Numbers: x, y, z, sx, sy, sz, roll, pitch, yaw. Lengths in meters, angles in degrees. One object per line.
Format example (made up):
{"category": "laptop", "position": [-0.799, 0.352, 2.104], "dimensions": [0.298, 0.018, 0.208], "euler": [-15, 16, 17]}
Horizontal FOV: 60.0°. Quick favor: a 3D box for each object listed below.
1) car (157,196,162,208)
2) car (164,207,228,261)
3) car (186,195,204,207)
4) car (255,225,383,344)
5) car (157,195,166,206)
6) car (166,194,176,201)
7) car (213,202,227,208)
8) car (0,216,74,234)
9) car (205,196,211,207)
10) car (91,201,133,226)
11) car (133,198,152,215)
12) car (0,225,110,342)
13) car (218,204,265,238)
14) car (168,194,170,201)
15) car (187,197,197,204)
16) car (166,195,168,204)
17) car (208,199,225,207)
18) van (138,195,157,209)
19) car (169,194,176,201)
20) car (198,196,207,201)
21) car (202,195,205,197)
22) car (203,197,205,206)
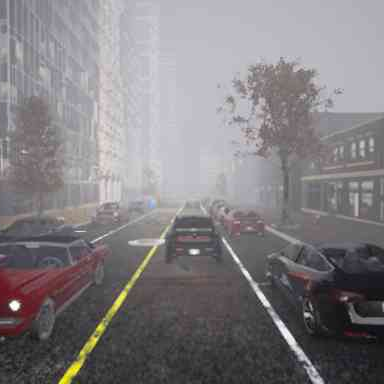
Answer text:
{"category": "car", "position": [-5.695, 1.597, 46.008], "dimensions": [2.008, 1.369, 4.403], "euler": [-1, 0, 0]}
{"category": "car", "position": [0.046, 1.517, 12.253], "dimensions": [1.837, 1.490, 4.892], "euler": [0, 0, -1]}
{"category": "car", "position": [0.090, 1.537, 44.463], "dimensions": [2.128, 1.511, 4.902], "euler": [0, 0, 0]}
{"category": "car", "position": [2.678, 1.573, 6.446], "dimensions": [1.947, 1.339, 4.313], "euler": [-1, 0, 0]}
{"category": "car", "position": [-5.725, 1.368, 51.652], "dimensions": [2.192, 1.841, 5.009], "euler": [-1, 0, 0]}
{"category": "car", "position": [-5.725, 1.415, 91.160], "dimensions": [2.192, 1.841, 5.009], "euler": [-1, 0, 0]}
{"category": "car", "position": [2.674, 1.605, 23.378], "dimensions": [1.802, 1.307, 4.206], "euler": [-1, 0, 0]}
{"category": "car", "position": [-5.671, 1.577, 12.142], "dimensions": [1.947, 1.339, 4.313], "euler": [-1, 0, 0]}
{"category": "car", "position": [2.669, 1.475, 34.666], "dimensions": [1.967, 1.590, 4.097], "euler": [-1, 0, 0]}
{"category": "car", "position": [-5.675, 1.462, 23.431], "dimensions": [1.967, 1.590, 4.097], "euler": [-1, 0, 0]}
{"category": "car", "position": [-5.676, 1.600, 34.719], "dimensions": [1.947, 1.339, 4.313], "euler": [-1, 0, 0]}
{"category": "car", "position": [-3.102, 1.607, 6.599], "dimensions": [1.895, 1.301, 4.718], "euler": [0, 0, 0]}
{"category": "car", "position": [2.675, 1.562, 17.734], "dimensions": [1.887, 1.381, 4.507], "euler": [-1, 0, 0]}
{"category": "car", "position": [-5.715, 1.632, 62.940], "dimensions": [1.947, 1.339, 4.313], "euler": [-1, 0, 0]}
{"category": "car", "position": [0.086, 1.670, 65.562], "dimensions": [1.895, 1.301, 4.718], "euler": [0, 0, 0]}
{"category": "car", "position": [-5.717, 1.641, 57.295], "dimensions": [1.802, 1.307, 4.206], "euler": [-1, 0, 0]}
{"category": "car", "position": [2.672, 1.554, 29.192], "dimensions": [1.752, 1.417, 4.829], "euler": [-1, 0, 0]}
{"category": "van", "position": [-5.684, 1.381, 40.363], "dimensions": [1.690, 1.788, 3.998], "euler": [-1, 0, 0]}
{"category": "car", "position": [-5.720, 1.659, 85.516], "dimensions": [1.947, 1.339, 4.313], "euler": [-1, 0, 0]}
{"category": "car", "position": [2.659, 1.644, 85.462], "dimensions": [2.008, 1.369, 4.403], "euler": [-1, 0, 0]}
{"category": "car", "position": [2.666, 1.626, 57.242], "dimensions": [1.947, 1.339, 4.313], "euler": [-1, 0, 0]}
{"category": "car", "position": [2.670, 1.607, 40.310], "dimensions": [1.947, 1.339, 4.313], "euler": [-1, 0, 0]}
